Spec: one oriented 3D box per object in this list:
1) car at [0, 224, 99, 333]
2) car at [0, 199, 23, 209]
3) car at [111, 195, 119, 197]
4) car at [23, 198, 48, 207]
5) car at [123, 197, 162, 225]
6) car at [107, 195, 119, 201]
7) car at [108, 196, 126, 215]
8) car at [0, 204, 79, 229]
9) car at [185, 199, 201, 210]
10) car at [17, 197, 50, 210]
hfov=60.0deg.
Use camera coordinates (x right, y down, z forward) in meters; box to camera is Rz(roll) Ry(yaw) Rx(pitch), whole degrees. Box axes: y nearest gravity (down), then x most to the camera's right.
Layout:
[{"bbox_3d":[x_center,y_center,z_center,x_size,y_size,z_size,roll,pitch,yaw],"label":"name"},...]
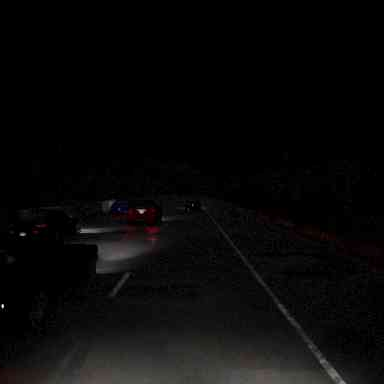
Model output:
[{"bbox_3d":[-3.400,1.606,6.797,1.895,1.301,4.718,0,0,0],"label":"car"},{"bbox_3d":[-14.099,1.368,22.980,2.097,1.767,4.553,0,0,0],"label":"car"},{"bbox_3d":[-13.619,1.546,64.076,1.837,1.490,4.892,0,0,2],"label":"car"},{"bbox_3d":[-17.590,1.516,35.061,2.128,1.511,4.902,0,0,0],"label":"car"},{"bbox_3d":[-3.401,1.369,24.573,2.097,1.767,4.553,0,0,0],"label":"car"},{"bbox_3d":[-20.013,1.582,84.698,1.812,1.442,4.674,0,0,2],"label":"car"},{"bbox_3d":[-6.901,1.501,34.080,1.882,1.535,5.008,0,0,0],"label":"car"},{"bbox_3d":[-6.900,1.537,15.885,1.812,1.442,4.674,0,0,0],"label":"car"},{"bbox_3d":[0.109,1.593,42.823,1.994,1.385,4.181,0,0,0],"label":"car"},{"bbox_3d":[-21.055,1.523,44.422,2.128,1.511,4.902,0,0,1],"label":"car"}]
